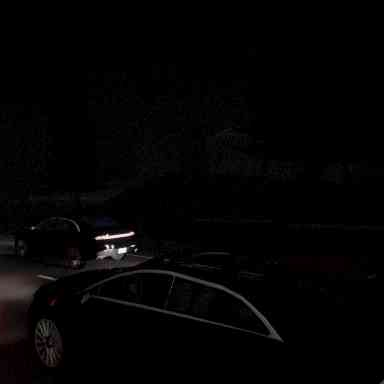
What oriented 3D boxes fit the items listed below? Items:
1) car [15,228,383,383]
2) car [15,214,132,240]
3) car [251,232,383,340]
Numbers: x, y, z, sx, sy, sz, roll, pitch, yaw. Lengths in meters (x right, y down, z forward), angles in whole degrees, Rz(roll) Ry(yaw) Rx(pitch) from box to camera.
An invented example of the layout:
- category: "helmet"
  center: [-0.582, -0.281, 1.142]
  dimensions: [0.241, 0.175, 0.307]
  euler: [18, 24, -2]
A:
- category: "car"
  center: [-0.078, 1.490, 4.040]
  dimensions: [4.902, 1.511, 2.128]
  euler: [0, 0, 35]
- category: "car"
  center: [-3.989, 1.477, 11.036]
  dimensions: [4.902, 1.511, 2.128]
  euler: [0, 0, 35]
- category: "car"
  center: [3.597, 1.601, 5.725]
  dimensions: [4.718, 1.301, 1.895]
  euler: [0, 0, 36]
